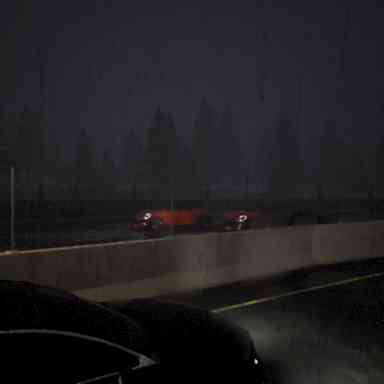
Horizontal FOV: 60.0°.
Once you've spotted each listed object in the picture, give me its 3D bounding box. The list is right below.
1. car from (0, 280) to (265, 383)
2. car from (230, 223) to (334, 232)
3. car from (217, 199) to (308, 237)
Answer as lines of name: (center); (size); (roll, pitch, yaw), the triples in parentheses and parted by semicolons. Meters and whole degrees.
car: (-1.561, 1.494, 2.489); (4.892, 1.490, 1.837); (0, 0, -35)
car: (4.215, 1.486, 14.466); (4.674, 1.442, 1.812); (0, 0, -27)
car: (3.840, 1.301, 18.174); (4.553, 1.767, 2.097); (0, 0, -27)
